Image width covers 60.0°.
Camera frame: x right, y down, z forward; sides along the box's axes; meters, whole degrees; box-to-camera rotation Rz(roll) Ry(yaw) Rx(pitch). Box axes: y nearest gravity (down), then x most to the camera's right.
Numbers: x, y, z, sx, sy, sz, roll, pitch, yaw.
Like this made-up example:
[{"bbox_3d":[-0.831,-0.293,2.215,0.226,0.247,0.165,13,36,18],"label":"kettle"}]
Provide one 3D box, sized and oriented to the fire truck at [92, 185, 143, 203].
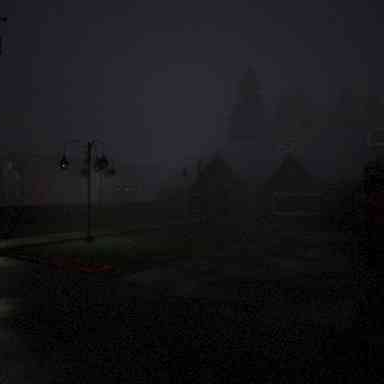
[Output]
[{"bbox_3d":[-11.657,0.825,53.039,2.891,3.827,8.468,-1,0,36],"label":"fire truck"}]
